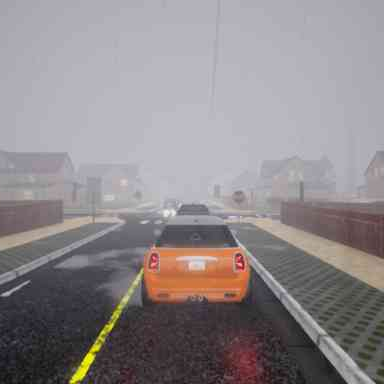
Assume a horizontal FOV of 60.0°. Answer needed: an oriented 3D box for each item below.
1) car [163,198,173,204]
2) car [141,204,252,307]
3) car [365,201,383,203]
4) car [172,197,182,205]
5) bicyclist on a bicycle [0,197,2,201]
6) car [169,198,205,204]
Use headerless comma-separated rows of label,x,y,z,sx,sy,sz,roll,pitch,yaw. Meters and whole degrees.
car,-2.923,1.535,45.818,2.128,1.511,4.902,0,0,0
car,0.086,1.349,8.141,2.097,1.767,4.553,0,0,0
car,17.610,1.613,32.114,4.892,1.490,1.837,0,0,0
car,-2.901,1.732,65.236,1.895,1.301,4.718,0,0,0
bicyclist on a bicycle,-20.217,1.196,34.853,0.582,1.620,1.656,0,1,0
car,0.102,1.346,18.286,2.097,1.767,4.553,0,0,1
